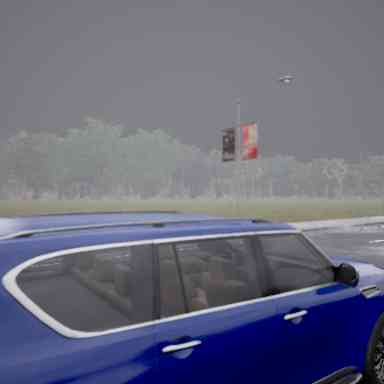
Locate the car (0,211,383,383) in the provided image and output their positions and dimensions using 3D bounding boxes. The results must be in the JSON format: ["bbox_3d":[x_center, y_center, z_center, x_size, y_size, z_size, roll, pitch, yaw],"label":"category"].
[{"bbox_3d":[0.178,1.234,3.568,5.566,2.045,2.150,0,0,-36],"label":"car"}]
